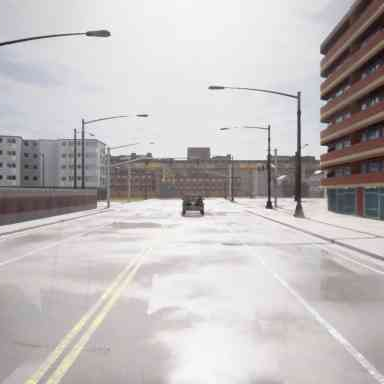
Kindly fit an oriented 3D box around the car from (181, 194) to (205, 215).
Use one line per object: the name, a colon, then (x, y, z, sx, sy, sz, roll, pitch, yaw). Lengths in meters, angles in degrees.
car: (0.109, 1.222, 34.068, 2.150, 2.045, 5.566, 0, 0, 0)
